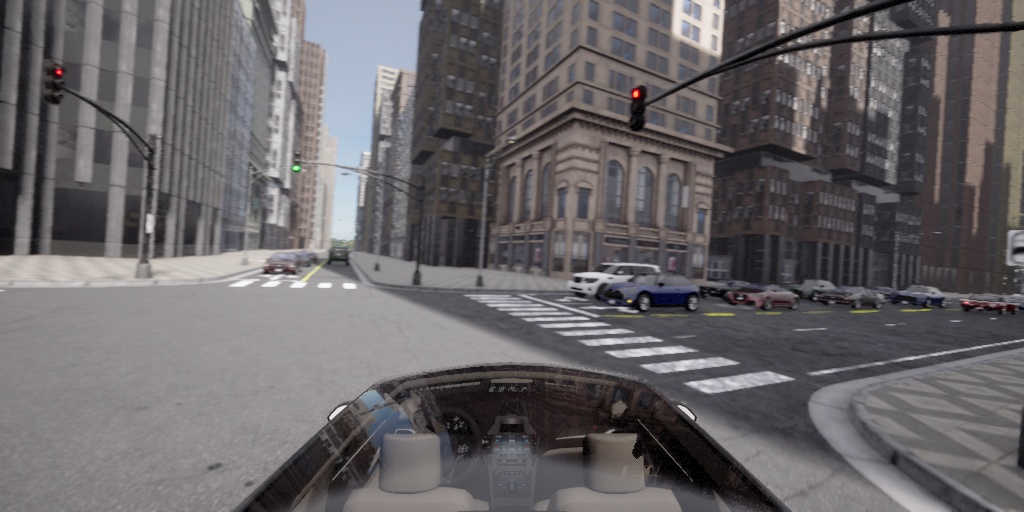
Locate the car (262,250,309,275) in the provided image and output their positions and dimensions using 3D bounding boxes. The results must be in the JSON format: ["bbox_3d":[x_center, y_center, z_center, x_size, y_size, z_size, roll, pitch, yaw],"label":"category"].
[{"bbox_3d":[-15.384,0.441,24.332,2.033,1.411,5.357,4,0,-26],"label":"car"}]

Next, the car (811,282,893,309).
[{"bbox_3d":[23.530,2.812,24.782,5.357,1.411,2.033,4,0,-26],"label":"car"}]

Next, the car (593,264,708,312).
[{"bbox_3d":[6.392,1.532,16.548,4.553,1.767,2.097,4,0,-26],"label":"car"}]

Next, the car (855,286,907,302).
[{"bbox_3d":[34.601,3.567,33.628,4.718,1.301,1.895,4,0,-25],"label":"car"}]

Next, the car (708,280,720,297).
[{"bbox_3d":[14.599,2.304,24.095,4.718,1.301,1.895,4,0,-26],"label":"car"}]

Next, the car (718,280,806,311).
[{"bbox_3d":[14.150,2.236,20.284,4.181,1.385,1.994,4,0,-26],"label":"car"}]

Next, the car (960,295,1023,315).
[{"bbox_3d":[36.041,3.652,27.022,4.718,1.301,1.895,4,0,-25],"label":"car"}]

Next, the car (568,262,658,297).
[{"bbox_3d":[5.833,1.369,19.881,5.566,2.045,2.150,4,0,-25],"label":"car"}]

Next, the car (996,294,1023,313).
[{"bbox_3d":[44.267,4.134,31.028,4.181,1.385,1.994,4,0,-26],"label":"car"}]

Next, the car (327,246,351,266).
[{"bbox_3d":[-19.561,-0.053,40.539,2.150,2.045,5.566,4,0,-26],"label":"car"}]

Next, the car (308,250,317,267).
[{"bbox_3d":[-19.434,0.252,32.820,1.994,1.385,4.181,4,0,-26],"label":"car"}]

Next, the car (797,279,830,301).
[{"bbox_3d":[23.603,2.624,28.408,4.553,1.767,2.097,4,0,-26],"label":"car"}]

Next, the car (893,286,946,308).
[{"bbox_3d":[33.259,3.230,29.401,4.553,1.767,2.097,4,0,-25],"label":"car"}]
